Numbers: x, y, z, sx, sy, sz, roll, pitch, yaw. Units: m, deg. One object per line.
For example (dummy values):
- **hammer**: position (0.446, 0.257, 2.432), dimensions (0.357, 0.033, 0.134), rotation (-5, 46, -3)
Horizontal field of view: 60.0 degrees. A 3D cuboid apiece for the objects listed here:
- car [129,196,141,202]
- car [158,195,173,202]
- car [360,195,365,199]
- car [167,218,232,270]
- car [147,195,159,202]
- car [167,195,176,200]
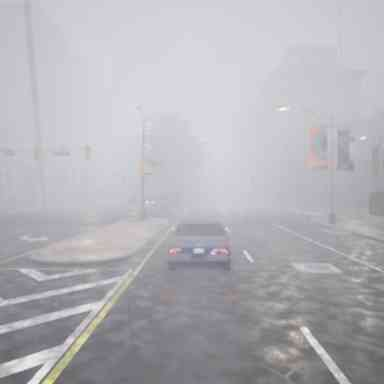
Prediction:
- **car**: position (-13.075, 1.628, 76.510), dimensions (1.895, 1.301, 4.718), rotation (0, 0, 1)
- **car**: position (-6.241, 1.588, 80.186), dimensions (1.994, 1.385, 4.181), rotation (0, 0, 1)
- **car**: position (39.638, 1.523, 76.725), dimensions (2.231, 1.521, 4.892), rotation (0, 0, 1)
- **car**: position (0.255, 1.553, 10.994), dimensions (2.033, 1.411, 5.357), rotation (0, 0, 2)
- **car**: position (-9.741, 1.631, 80.227), dimensions (1.895, 1.301, 4.718), rotation (0, 0, 1)
- **car**: position (-5.902, 1.584, 95.408), dimensions (2.033, 1.411, 5.357), rotation (0, 0, 1)
